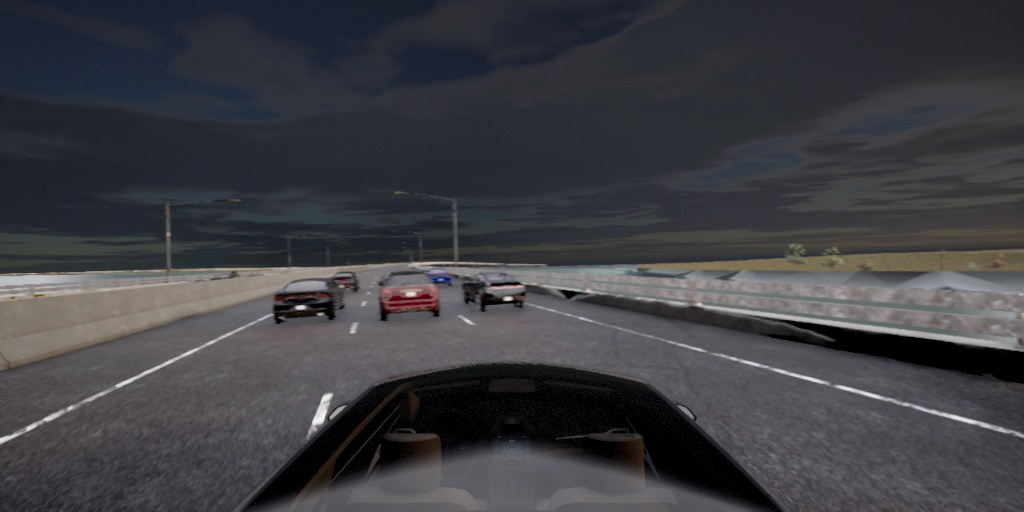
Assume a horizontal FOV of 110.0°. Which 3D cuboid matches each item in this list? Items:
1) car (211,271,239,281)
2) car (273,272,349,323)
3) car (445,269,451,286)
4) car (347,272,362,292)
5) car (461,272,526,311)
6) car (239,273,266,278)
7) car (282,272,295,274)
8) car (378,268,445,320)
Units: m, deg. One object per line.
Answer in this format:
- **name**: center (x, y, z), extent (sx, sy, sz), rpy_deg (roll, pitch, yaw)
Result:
- **car**: center (-39.003, 2.825, 48.910), extent (2.097, 1.767, 4.553), rpy_deg (-1, -1, -19)
- **car**: center (-7.882, 1.617, 14.293), extent (1.882, 1.535, 5.008), rpy_deg (-1, -1, -20)
- **car**: center (-6.475, 1.783, 30.866), extent (1.882, 1.535, 5.008), rpy_deg (-1, 0, -19)
- **car**: center (-12.657, 1.948, 27.351), extent (1.837, 1.490, 4.892), rpy_deg (-1, 0, -19)
- **car**: center (-0.957, 1.448, 15.709), extent (2.128, 1.511, 4.902), rpy_deg (-1, -1, -20)
- **car**: center (-35.665, 2.990, 49.976), extent (1.895, 1.301, 4.718), rpy_deg (-1, -1, -19)
- **car**: center (-32.699, 2.929, 52.113), extent (1.895, 1.301, 4.718), rpy_deg (-1, -1, -19)
- **car**: center (-4.222, 1.386, 14.442), extent (2.097, 1.767, 4.553), rpy_deg (-1, -1, -20)
